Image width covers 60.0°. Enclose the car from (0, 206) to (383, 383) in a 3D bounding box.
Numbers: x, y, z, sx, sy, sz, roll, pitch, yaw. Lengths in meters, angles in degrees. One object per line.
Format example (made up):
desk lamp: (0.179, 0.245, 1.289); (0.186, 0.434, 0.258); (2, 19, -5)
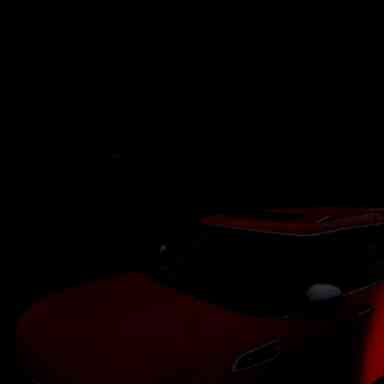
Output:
car: (0.955, 1.223, 3.739); (5.566, 2.045, 2.150); (0, 0, -36)
